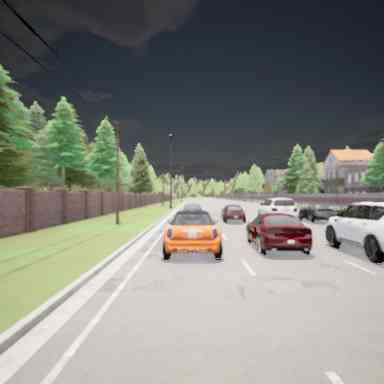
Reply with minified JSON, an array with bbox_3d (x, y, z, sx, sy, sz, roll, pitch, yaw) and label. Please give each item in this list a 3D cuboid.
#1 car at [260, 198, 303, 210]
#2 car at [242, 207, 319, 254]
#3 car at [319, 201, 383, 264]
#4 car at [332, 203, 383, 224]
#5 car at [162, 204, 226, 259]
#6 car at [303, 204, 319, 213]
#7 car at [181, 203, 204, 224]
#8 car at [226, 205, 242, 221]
[{"bbox_3d":[7.029,1.517,27.551,2.150,2.045,5.566,0,0,0],"label":"car"},{"bbox_3d":[3.540,1.629,14.234,1.882,1.535,5.008,0,0,1],"label":"car"},{"bbox_3d":[7.019,1.359,12.558,2.150,2.045,5.566,0,0,0],"label":"car"},{"bbox_3d":[14.042,1.794,28.486,2.128,1.511,4.902,0,0,1],"label":"car"},{"bbox_3d":[0.032,1.494,13.415,2.097,1.767,4.553,0,-1,1],"label":"car"},{"bbox_3d":[10.542,1.794,28.486,2.128,1.511,4.902,0,0,1],"label":"car"},{"bbox_3d":[0.050,1.786,29.235,1.882,1.535,5.008,0,0,1],"label":"car"},{"bbox_3d":[3.547,1.831,28.883,1.812,1.442,4.674,0,0,1],"label":"car"}]
